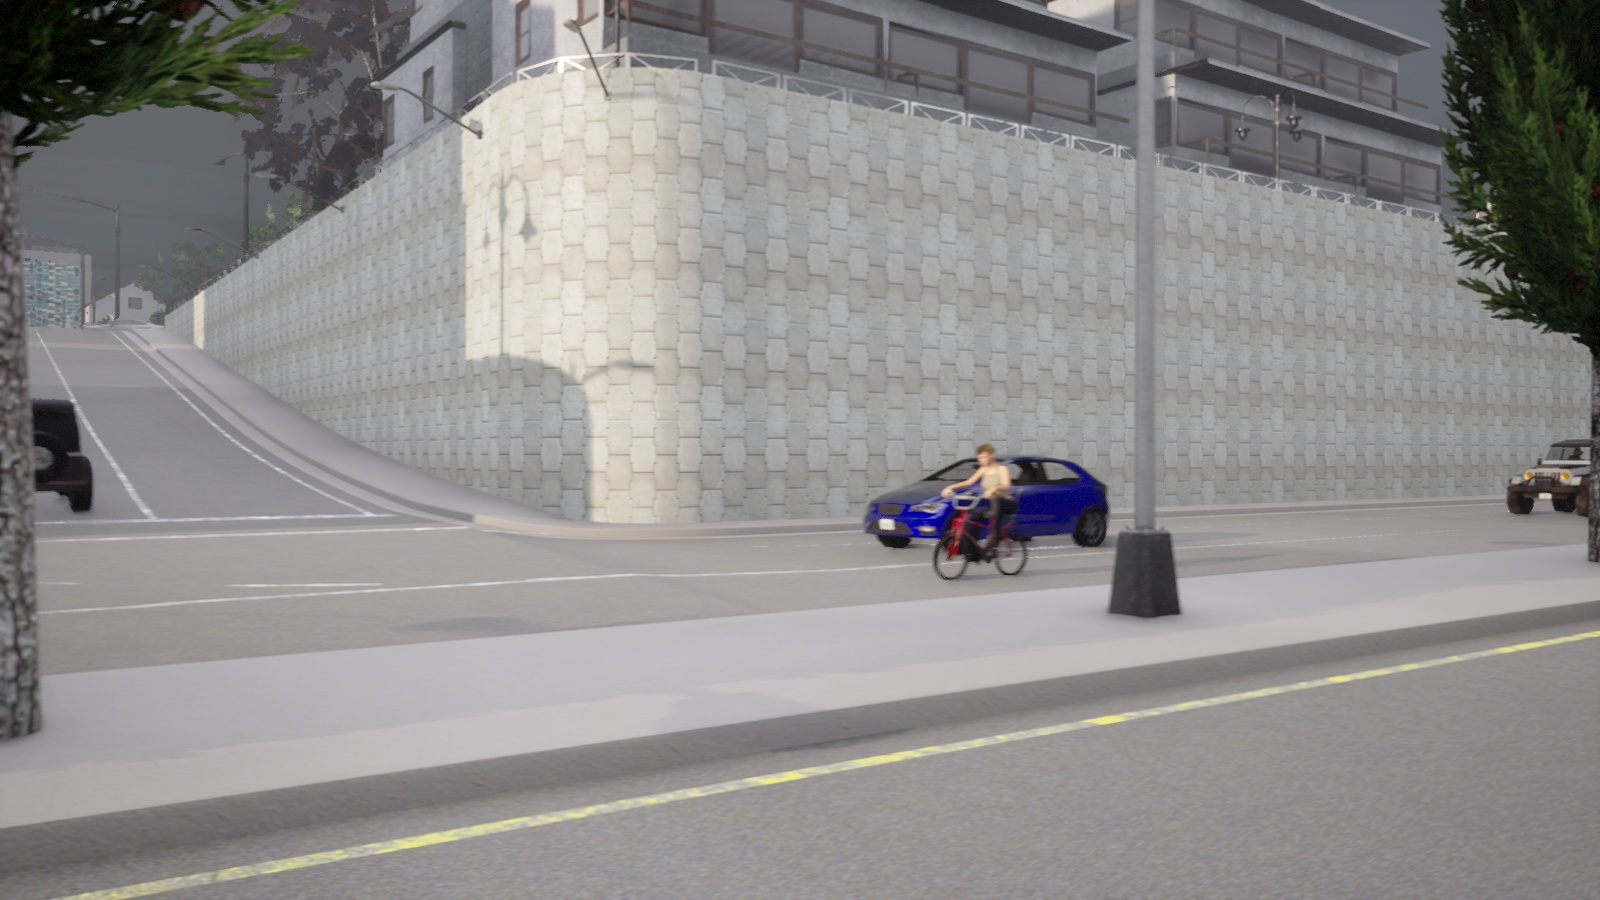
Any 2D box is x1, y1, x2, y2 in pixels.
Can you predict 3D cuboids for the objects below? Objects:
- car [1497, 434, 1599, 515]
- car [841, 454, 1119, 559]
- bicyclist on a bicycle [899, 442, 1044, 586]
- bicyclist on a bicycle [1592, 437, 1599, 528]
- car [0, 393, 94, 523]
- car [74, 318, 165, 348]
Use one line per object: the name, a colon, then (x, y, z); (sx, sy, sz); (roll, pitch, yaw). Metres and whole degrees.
car: (19.158, 0.576, 31.006); (3.866, 1.878, 1.905); (0, 0, -35)
car: (2.865, 0.801, 19.667); (4.193, 1.474, 1.816); (0, 0, -35)
bicyclist on a bicycle: (2.028, 0.713, 14.811); (1.509, 1.612, 0.866); (0, 0, -35)
bicyclist on a bicycle: (16.462, 0.642, 24.864); (1.843, 1.776, 0.659); (0, 0, -35)
car: (-13.447, 0.059, 21.550); (1.905, 1.878, 3.866); (0, 5, -35)
car: (-40.505, -6.945, 74.803); (4.674, 1.442, 1.812); (-1, 0, -31)
